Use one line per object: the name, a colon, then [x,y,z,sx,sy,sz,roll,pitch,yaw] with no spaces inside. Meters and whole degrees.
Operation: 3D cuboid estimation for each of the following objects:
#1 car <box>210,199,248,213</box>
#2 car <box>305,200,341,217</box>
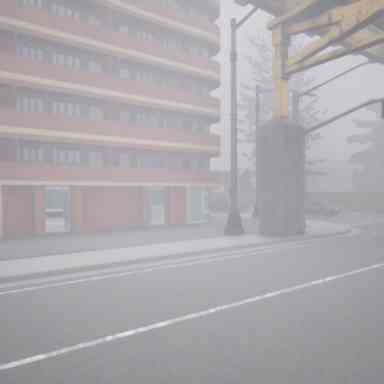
car: [3.737,1.416,34.450,1.812,1.442,4.674,0,0,-35]
car: [11.212,1.437,30.109,1.994,1.385,4.181,0,0,-34]
